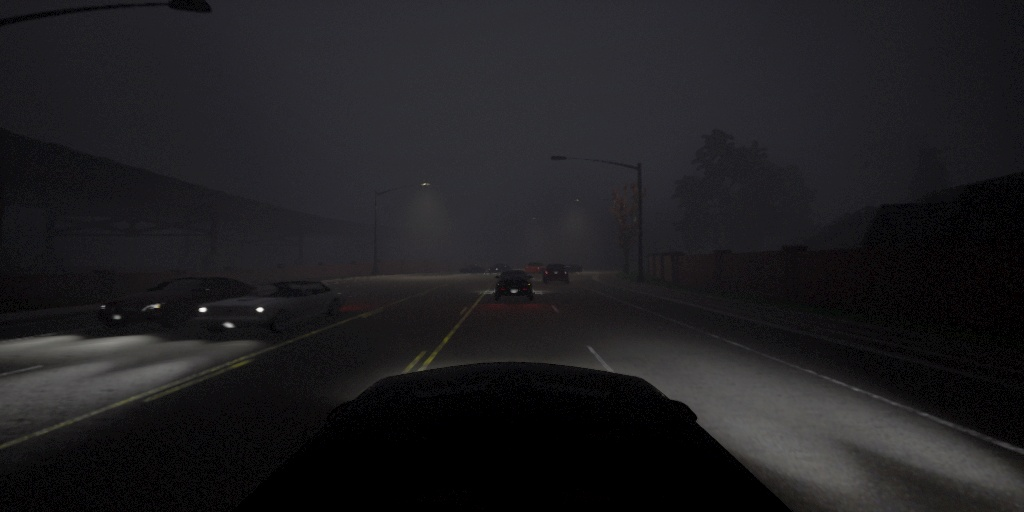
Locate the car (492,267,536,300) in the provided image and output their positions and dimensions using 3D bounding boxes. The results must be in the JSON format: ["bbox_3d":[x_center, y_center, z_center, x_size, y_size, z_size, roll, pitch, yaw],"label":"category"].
[{"bbox_3d":[0.091,1.476,18.995,1.812,1.442,4.674,0,-1,0],"label":"car"}]

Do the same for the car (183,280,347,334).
[{"bbox_3d":[-7.104,1.461,11.215,1.895,1.301,4.718,0,-1,0],"label":"car"}]

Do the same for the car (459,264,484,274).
[{"bbox_3d":[-5.874,1.928,53.524,2.033,1.411,5.357,-1,-1,22],"label":"car"}]

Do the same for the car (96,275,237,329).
[{"bbox_3d":[-10.601,1.394,11.952,1.812,1.442,4.674,0,-1,0],"label":"car"}]

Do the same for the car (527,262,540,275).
[{"bbox_3d":[3.369,1.586,47.465,2.097,1.767,4.553,0,-1,20],"label":"car"}]

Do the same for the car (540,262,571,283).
[{"bbox_3d":[3.804,1.447,31.962,2.097,1.767,4.553,0,0,4],"label":"car"}]

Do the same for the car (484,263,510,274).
[{"bbox_3d":[-1.839,1.859,53.796,1.837,1.490,4.892,-1,-1,25],"label":"car"}]

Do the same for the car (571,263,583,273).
[{"bbox_3d":[8.801,1.718,51.432,2.128,1.511,4.902,-1,-1,27],"label":"car"}]
